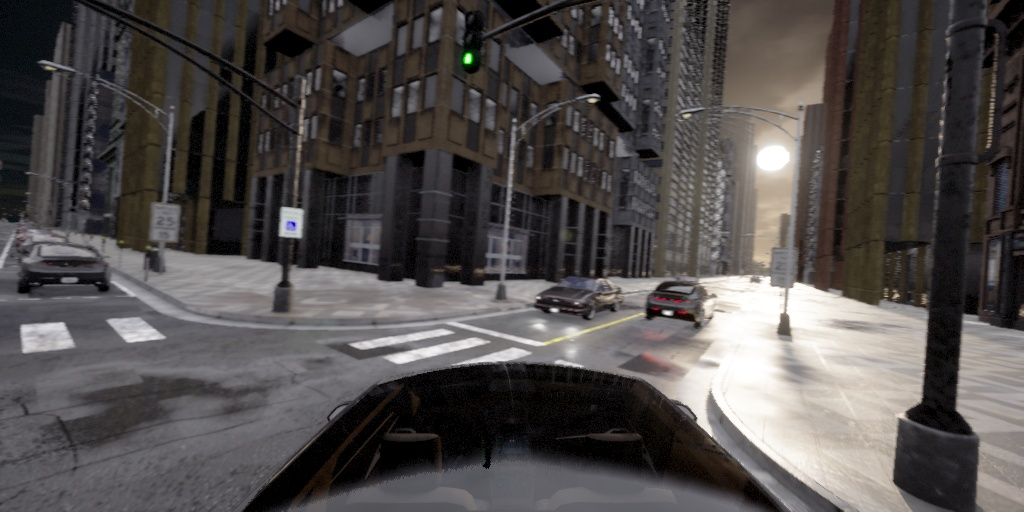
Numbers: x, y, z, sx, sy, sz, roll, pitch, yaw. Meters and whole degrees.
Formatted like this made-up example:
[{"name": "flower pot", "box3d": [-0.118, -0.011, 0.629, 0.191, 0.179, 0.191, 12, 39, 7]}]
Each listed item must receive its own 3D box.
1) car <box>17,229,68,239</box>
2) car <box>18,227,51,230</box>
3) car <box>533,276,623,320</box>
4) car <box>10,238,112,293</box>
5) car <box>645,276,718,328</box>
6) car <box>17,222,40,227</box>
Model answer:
[{"name": "car", "box3d": [-22.959, -0.376, 17.693, 4.403, 1.370, 2.007, 0, 0, 36]}, {"name": "car", "box3d": [-27.511, -0.714, 21.009, 4.507, 1.381, 1.888, 0, 0, 36]}, {"name": "car", "box3d": [2.852, 1.496, 14.026, 2.033, 1.411, 5.357, 4, 0, 33]}, {"name": "car", "box3d": [-13.856, 0.289, 11.063, 4.403, 1.370, 2.007, 0, 0, 36]}, {"name": "car", "box3d": [6.607, 1.743, 13.880, 1.837, 1.490, 4.892, 4, 0, 36]}, {"name": "car", "box3d": [-36.613, -1.482, 27.639, 4.097, 1.591, 1.967, 0, 0, 36]}]
